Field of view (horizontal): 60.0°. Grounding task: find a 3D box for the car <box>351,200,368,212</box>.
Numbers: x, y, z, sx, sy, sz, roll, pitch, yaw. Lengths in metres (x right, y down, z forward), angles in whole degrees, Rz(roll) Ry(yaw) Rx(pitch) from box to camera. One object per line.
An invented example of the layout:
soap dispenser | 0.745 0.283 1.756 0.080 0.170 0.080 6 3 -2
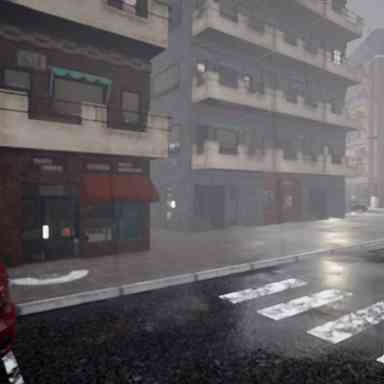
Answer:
car | 18.728 1.637 38.916 1.895 1.301 4.718 0 0 5

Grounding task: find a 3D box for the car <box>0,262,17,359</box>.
car | -4.365 1.322 2.977 5.009 1.841 2.192 0 1 -36
